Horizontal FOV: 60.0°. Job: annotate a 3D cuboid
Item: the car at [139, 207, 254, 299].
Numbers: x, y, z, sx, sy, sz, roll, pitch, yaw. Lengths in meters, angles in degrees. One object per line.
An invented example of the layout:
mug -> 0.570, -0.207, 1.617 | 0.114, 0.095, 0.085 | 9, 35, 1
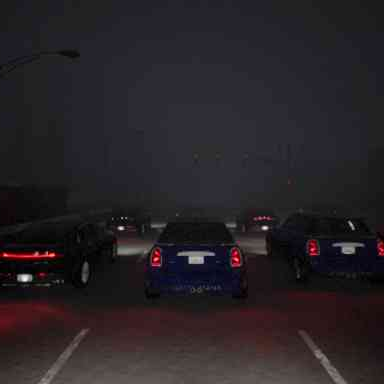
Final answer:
car -> 0.098, 1.351, 8.626 | 2.097, 1.767, 4.553 | 0, 0, 0

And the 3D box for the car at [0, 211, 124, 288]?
car -> -3.397, 1.504, 9.211 | 1.837, 1.490, 4.892 | 0, 0, 0

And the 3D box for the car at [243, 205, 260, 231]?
car -> 3.595, 1.504, 18.698 | 1.837, 1.490, 4.892 | 0, 0, 1

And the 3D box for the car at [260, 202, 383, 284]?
car -> 3.604, 1.351, 9.757 | 2.097, 1.767, 4.553 | 0, 0, 0

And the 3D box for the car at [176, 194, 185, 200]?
car -> -3.340, 1.463, 91.288 | 1.882, 1.535, 5.008 | 0, 0, 0

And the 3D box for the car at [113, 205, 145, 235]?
car -> -3.407, 1.503, 18.493 | 1.837, 1.490, 4.892 | 0, 0, 1

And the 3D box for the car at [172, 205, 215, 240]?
car -> 0.090, 1.546, 18.161 | 2.033, 1.411, 5.357 | 0, 0, 1

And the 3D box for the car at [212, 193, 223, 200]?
car -> 7.160, 1.211, 91.300 | 2.150, 2.045, 5.566 | 0, 0, 0

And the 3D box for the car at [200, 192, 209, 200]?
car -> 3.660, 1.525, 91.276 | 2.033, 1.411, 5.357 | 0, 0, 0

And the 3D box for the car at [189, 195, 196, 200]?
car -> 0.160, 1.510, 91.699 | 1.812, 1.442, 4.674 | 0, 0, 0
